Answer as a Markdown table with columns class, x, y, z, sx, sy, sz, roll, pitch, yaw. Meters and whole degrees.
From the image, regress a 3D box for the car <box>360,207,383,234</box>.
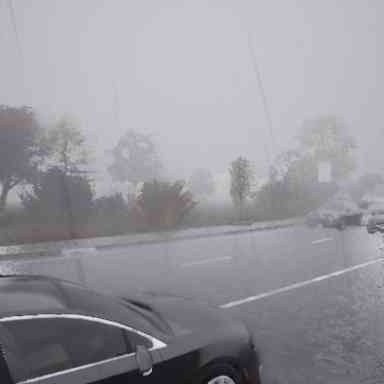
| class | x | y | z | sx | sy | sz | roll | pitch | yaw |
| --- | --- | --- | --- | --- | --- | --- | --- | --- | --- |
| car | 11.229 | 1.521 | 18.188 | 4.892 | 1.490 | 1.837 | 0 | 0 | -44 |

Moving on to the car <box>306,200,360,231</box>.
| class | x | y | z | sx | sy | sz | roll | pitch | yaw |
| --- | --- | --- | --- | --- | --- | --- | --- | --- | --- |
| car | 9.048 | 1.374 | 20.952 | 4.553 | 1.767 | 2.097 | 0 | 0 | -44 |

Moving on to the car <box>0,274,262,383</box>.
| class | x | y | z | sx | sy | sz | roll | pitch | yaw |
| --- | --- | --- | --- | --- | --- | --- | --- | --- | --- |
| car | -1.507 | 1.514 | 2.794 | 4.892 | 1.490 | 1.837 | 0 | 0 | -36 |
